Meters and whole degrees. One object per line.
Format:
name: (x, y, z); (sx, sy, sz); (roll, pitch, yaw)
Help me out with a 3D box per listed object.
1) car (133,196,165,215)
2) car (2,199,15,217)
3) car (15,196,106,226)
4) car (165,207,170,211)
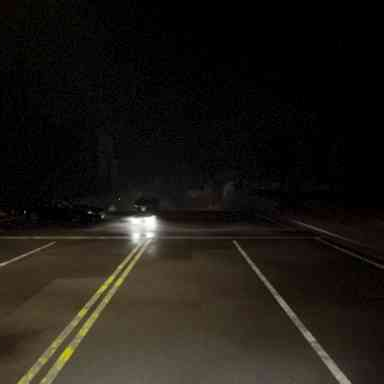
car: (-3.789, 1.074, 28.292); (2.128, 1.511, 4.902); (0, 0, 0)
car: (-11.222, 1.031, 24.211); (4.674, 1.442, 1.812); (1, 1, -3)
car: (-7.437, 1.119, 19.594); (4.902, 1.511, 2.128); (1, 0, 15)
car: (-3.872, 2.680, 43.908); (1.882, 1.535, 5.008); (0, -8, 0)
